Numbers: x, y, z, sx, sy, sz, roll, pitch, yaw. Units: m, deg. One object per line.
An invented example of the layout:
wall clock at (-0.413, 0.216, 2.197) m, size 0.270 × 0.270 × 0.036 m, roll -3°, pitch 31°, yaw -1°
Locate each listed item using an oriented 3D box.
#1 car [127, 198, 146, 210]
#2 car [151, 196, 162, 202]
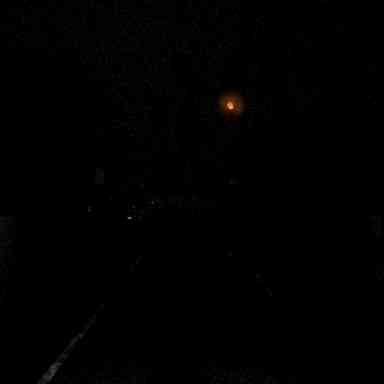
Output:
car at (-7.049, 1.514, 42.719) m, size 1.837 × 1.490 × 4.892 m, roll 0°, pitch 0°, yaw 0°
car at (-7.333, 1.437, 68.714) m, size 1.994 × 1.385 × 4.181 m, roll 0°, pitch 0°, yaw -2°
